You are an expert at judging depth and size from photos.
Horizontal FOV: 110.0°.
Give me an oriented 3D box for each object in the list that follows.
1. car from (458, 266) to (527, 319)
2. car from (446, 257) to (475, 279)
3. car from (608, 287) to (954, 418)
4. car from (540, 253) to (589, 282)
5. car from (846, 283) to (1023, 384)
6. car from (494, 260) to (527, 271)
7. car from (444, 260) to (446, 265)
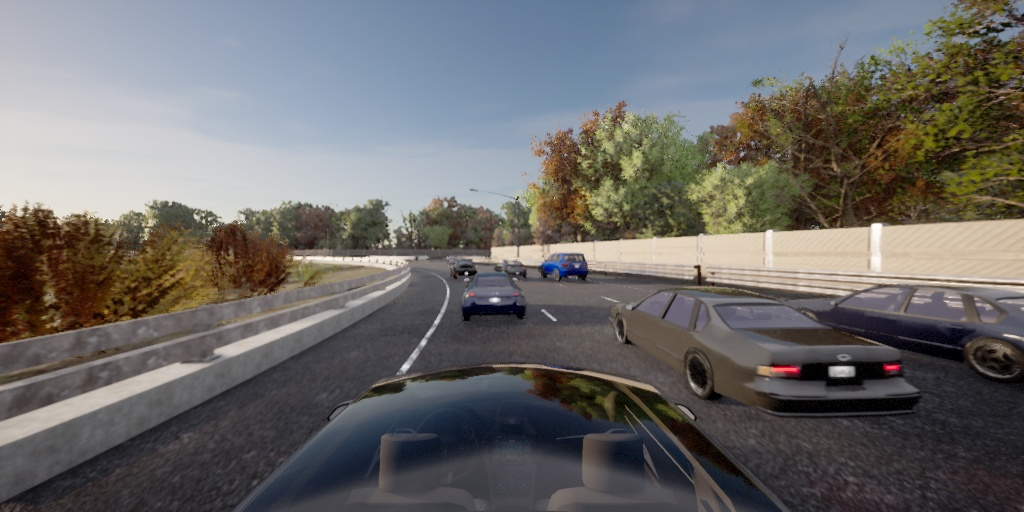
[{"bbox_3d":[-0.713,1.240,12.448,1.994,1.385,4.181,0,0,-6],"label":"car"},{"bbox_3d":[-4.126,1.065,29.798,1.837,1.490,4.892,0,0,-15],"label":"car"},{"bbox_3d":[3.369,1.257,6.317,2.033,1.411,5.357,0,0,-3],"label":"car"},{"bbox_3d":[3.830,0.782,27.192,2.150,2.045,5.566,0,0,-13],"label":"car"},{"bbox_3d":[8.073,1.242,6.984,2.033,1.411,5.357,0,0,-10],"label":"car"},{"bbox_3d":[-0.225,1.050,28.772,2.128,1.511,4.902,0,0,-15],"label":"car"},{"bbox_3d":[-10.377,0.890,62.581,2.033,1.411,5.357,0,0,-26],"label":"car"}]
